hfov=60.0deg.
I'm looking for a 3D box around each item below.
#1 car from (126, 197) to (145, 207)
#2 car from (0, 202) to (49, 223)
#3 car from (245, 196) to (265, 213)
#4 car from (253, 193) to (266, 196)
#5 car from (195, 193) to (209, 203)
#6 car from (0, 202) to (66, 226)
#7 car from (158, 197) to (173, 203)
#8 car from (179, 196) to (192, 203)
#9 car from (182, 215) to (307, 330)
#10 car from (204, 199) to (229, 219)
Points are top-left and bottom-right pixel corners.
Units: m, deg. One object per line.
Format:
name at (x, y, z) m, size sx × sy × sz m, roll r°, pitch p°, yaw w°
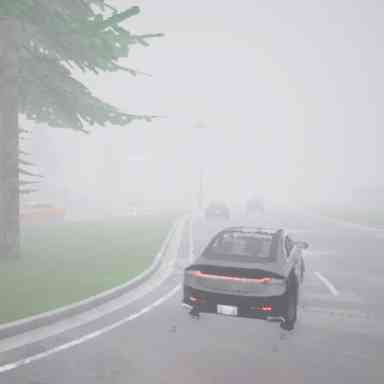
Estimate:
car at (-8.806, 1.522, 52.447) m, size 1.812 × 1.442 × 4.674 m, roll 0°, pitch 0°, yaw 13°
car at (-13.893, 1.564, 26.547) m, size 1.994 × 1.385 × 4.181 m, roll 0°, pitch 0°, yaw 28°
car at (6.899, 1.499, 36.307) m, size 1.837 × 1.490 × 4.892 m, roll 0°, pitch 0°, yaw 10°
car at (12.973, 1.212, 64.049) m, size 2.150 × 2.045 × 5.566 m, roll 0°, pitch 0°, yaw 13°
car at (2.162, 1.204, 68.844) m, size 2.150 × 2.045 × 5.566 m, roll 0°, pitch 0°, yaw 13°
car at (-11.411, 1.477, 23.804) m, size 1.882 × 1.535 × 5.008 m, roll 0°, pitch 0°, yaw 28°
car at (-5.336, 1.595, 67.459) m, size 1.895 × 1.301 × 4.718 m, roll 0°, pitch 0°, yaw 13°
car at (-1.270, 1.571, 69.522) m, size 1.994 × 1.385 × 4.181 m, roll 0°, pitch 0°, yaw 13°
car at (1.322, 1.489, 7.075) m, size 2.128 × 1.511 × 4.902 m, roll 1°, pitch 0°, yaw 20°
car at (2.263, 1.560, 29.156) m, size 1.994 × 1.385 × 4.181 m, roll 0°, pitch 0°, yaw 5°
